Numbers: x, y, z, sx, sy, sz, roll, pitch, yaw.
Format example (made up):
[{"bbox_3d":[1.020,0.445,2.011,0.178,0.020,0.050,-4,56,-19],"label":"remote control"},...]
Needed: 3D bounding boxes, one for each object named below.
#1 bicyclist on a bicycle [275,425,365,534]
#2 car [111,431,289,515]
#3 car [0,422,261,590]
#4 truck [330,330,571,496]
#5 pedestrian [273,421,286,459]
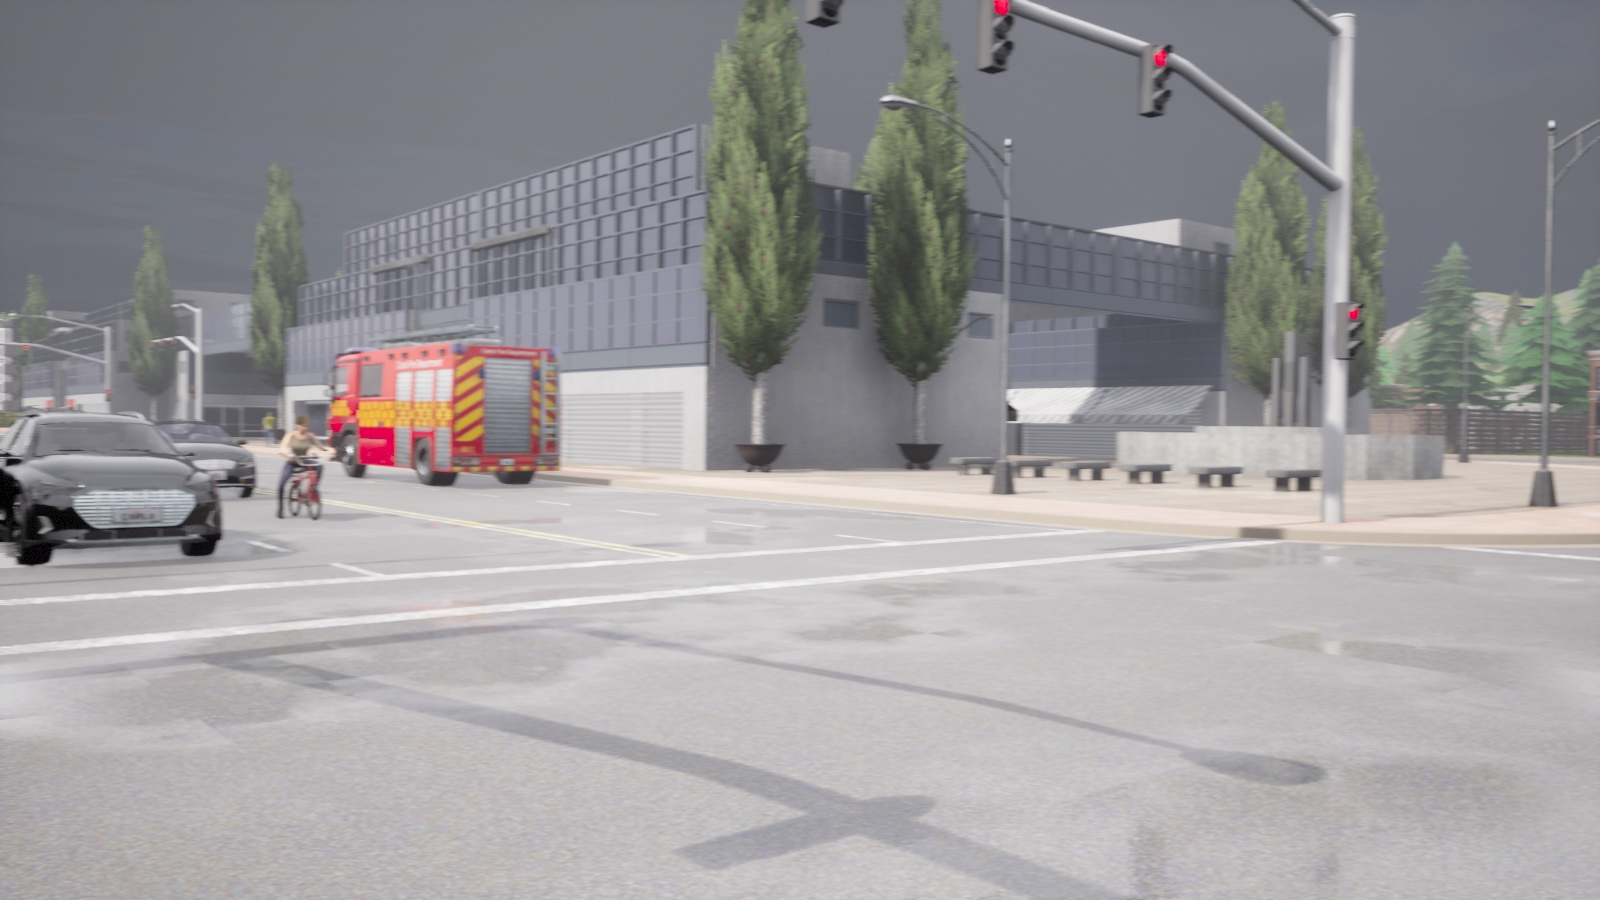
[{"bbox_3d":[-7.512,0.428,19.623,0.866,1.612,1.509,-1,1,-39],"label":"bicyclist on a bicycle"},{"bbox_3d":[-12.222,0.382,25.406,2.128,1.511,4.902,-1,1,-39],"label":"car"},{"bbox_3d":[-8.198,0.519,14.911,2.033,1.649,4.856,-1,1,-39],"label":"car"},{"bbox_3d":[-9.418,-0.912,33.016,2.891,3.827,8.468,-1,1,-39],"label":"truck"},{"bbox_3d":[-25.272,-0.474,60.951,0.354,1.836,0.706,-2,1,-41],"label":"pedestrian"}]
